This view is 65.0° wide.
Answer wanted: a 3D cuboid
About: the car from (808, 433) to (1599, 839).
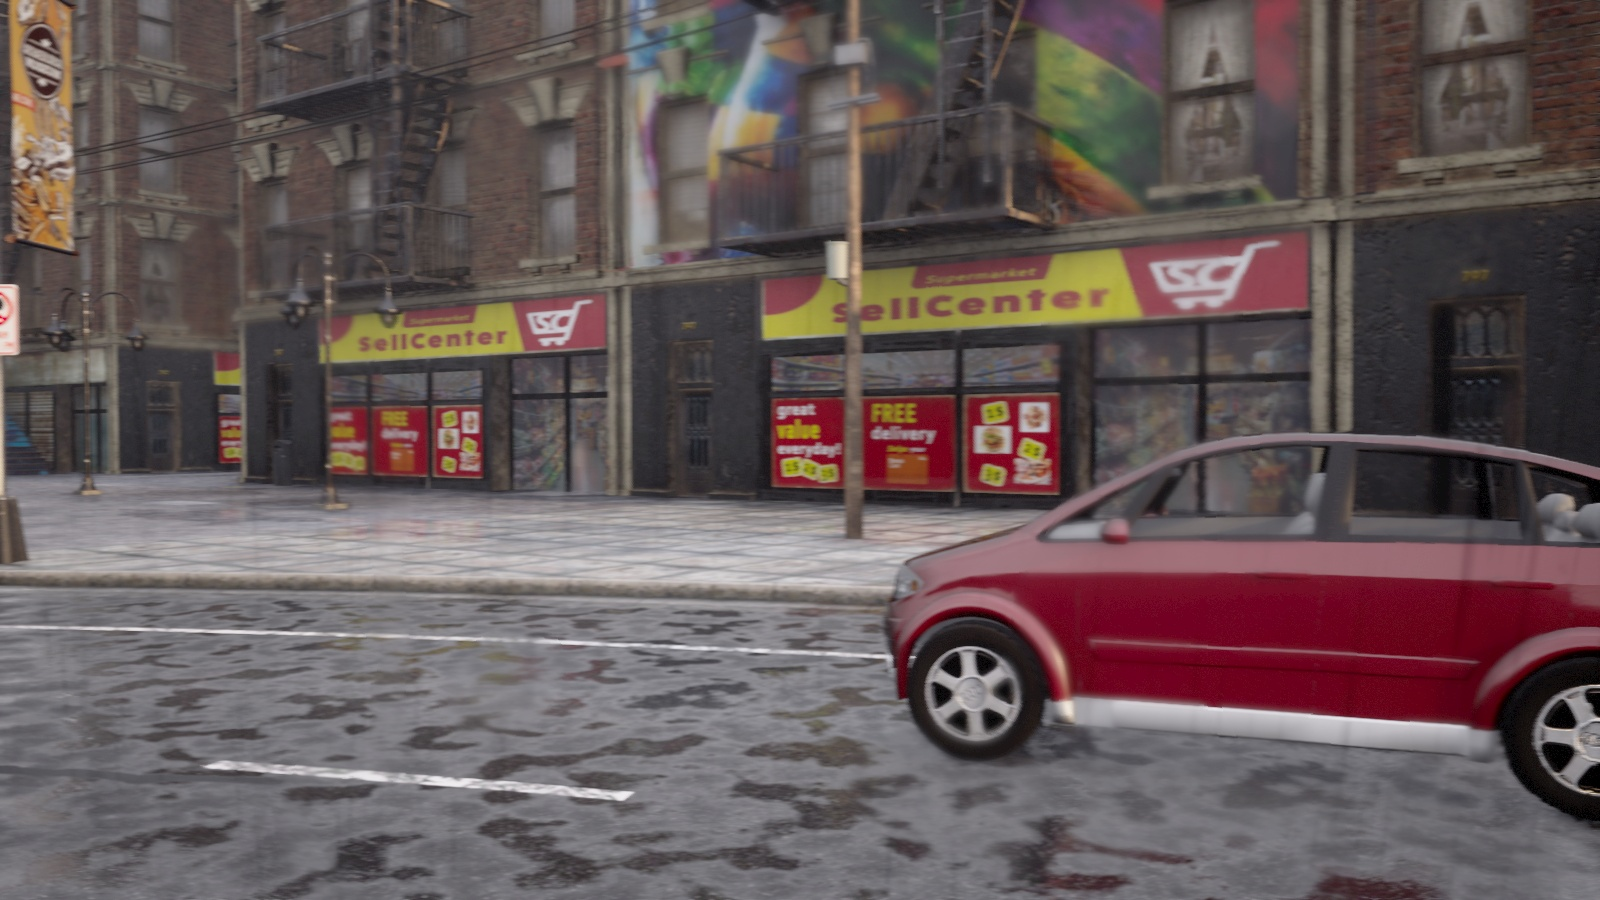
[{"bbox_3d":[2.091,0.704,6.199,3.705,1.549,1.789,1,1,21],"label":"car"}]
